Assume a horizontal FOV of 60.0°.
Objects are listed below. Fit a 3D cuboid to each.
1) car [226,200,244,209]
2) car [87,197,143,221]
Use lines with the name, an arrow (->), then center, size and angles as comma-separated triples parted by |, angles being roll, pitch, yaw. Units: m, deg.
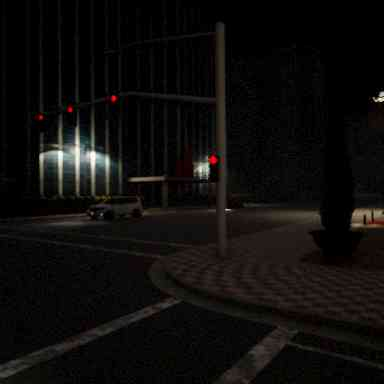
car -> 5.919, 1.815, 48.951 | 1.994, 1.385, 4.181 | -1, 0, 35
car -> -6.959, 1.469, 30.644 | 2.150, 2.045, 5.566 | -1, 0, 35
